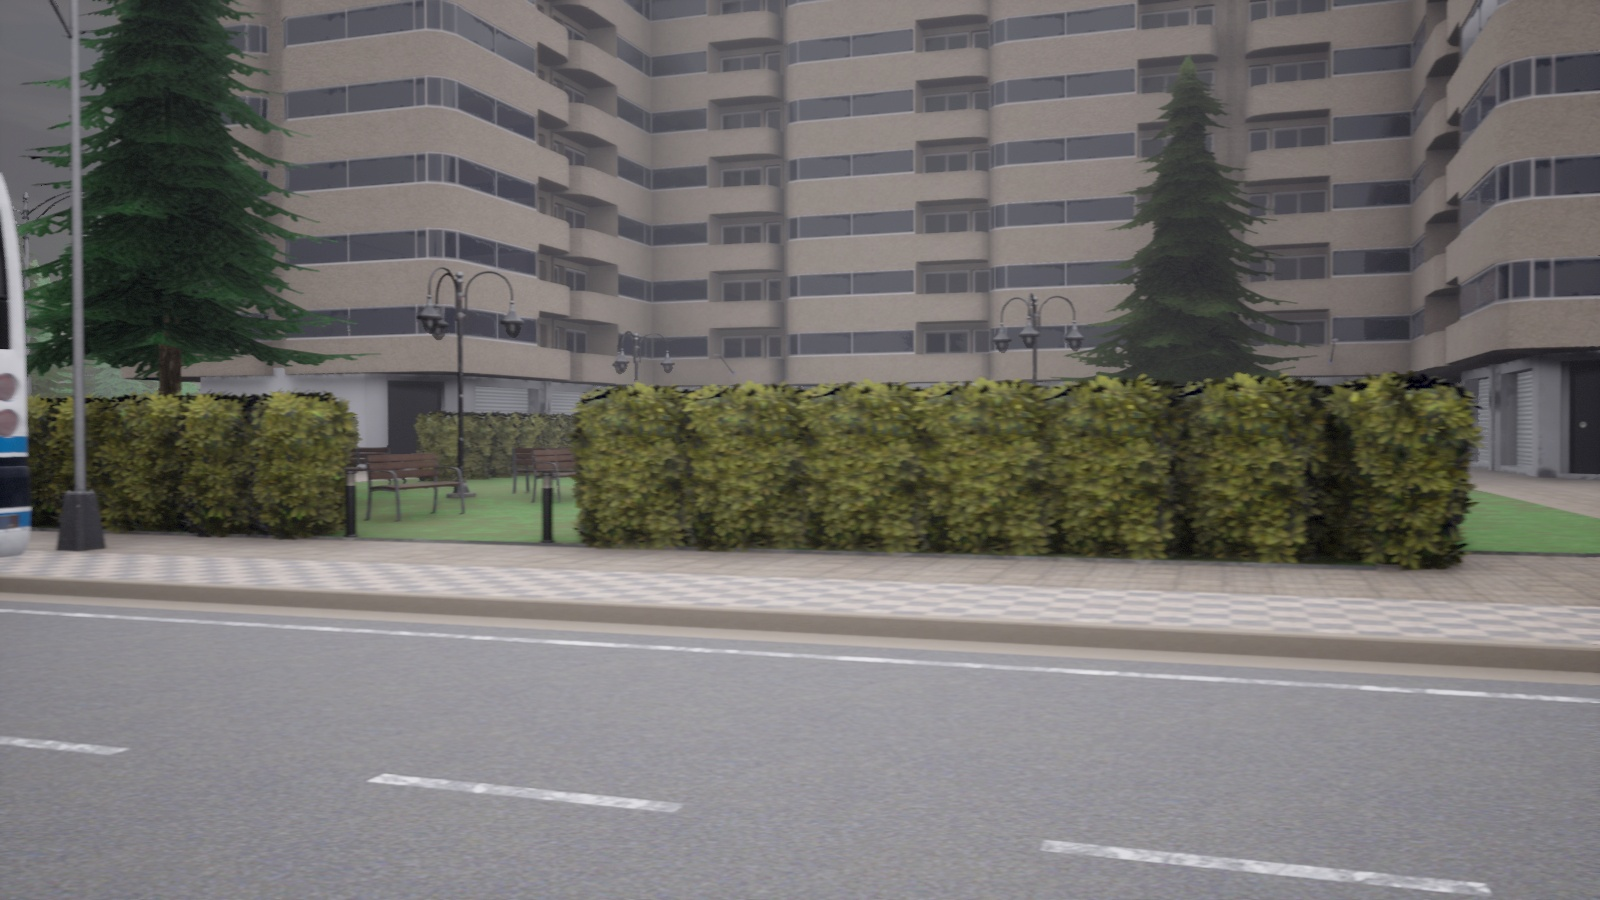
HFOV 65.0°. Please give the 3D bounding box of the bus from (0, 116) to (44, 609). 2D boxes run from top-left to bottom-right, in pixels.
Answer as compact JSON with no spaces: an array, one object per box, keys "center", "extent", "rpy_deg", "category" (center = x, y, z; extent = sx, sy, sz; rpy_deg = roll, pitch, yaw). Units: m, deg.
[{"center":[-12.269,-0.772,10.993],"extent":[10.273,4.253,3.944],"rpy_deg":[1,1,19],"category":"bus"}]
